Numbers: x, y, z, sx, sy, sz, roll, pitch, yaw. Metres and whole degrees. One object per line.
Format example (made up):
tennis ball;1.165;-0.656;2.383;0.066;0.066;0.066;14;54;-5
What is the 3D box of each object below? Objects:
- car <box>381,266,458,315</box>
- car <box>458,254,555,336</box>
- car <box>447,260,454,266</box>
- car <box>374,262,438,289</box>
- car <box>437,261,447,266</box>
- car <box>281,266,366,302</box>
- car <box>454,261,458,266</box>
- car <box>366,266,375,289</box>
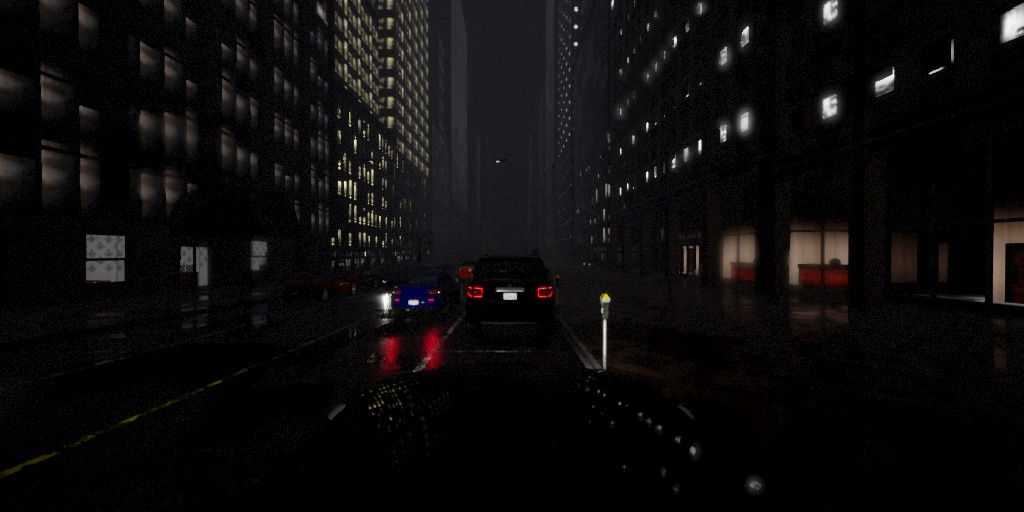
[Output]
car;-3.056;1.273;13.384;1.812;1.442;4.674;0;0;0
car;-0.039;0.976;10.531;2.150;2.045;5.566;0;0;0
car;-8.837;1.291;50.940;2.007;1.370;4.403;0;0;0
car;-6.246;1.294;21.962;2.033;1.411;5.357;0;0;0
car;-8.837;1.293;39.574;2.007;1.370;4.403;0;0;0
car;-8.837;1.292;16.839;1.888;1.381;4.507;0;0;0
car;-3.145;1.096;29.418;2.097;1.767;4.553;0;0;0
car;-8.838;1.297;22.523;2.007;1.370;4.403;0;0;0
